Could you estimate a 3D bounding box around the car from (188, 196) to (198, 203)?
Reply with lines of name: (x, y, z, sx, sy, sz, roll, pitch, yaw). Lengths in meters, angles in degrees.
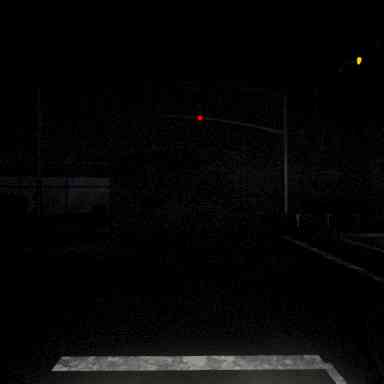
car: (0.249, 1.547, 69.629, 2.033, 1.411, 5.357, 0, 0, 0)

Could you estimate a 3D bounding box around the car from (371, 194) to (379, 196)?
car: (38.354, 1.232, 69.017, 3.806, 1.475, 1.970, 0, 0, 0)

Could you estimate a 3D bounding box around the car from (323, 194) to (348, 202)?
car: (31.291, 1.298, 72.653, 4.514, 1.523, 2.007, 0, 0, 0)

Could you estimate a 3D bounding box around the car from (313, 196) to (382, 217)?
car: (13.070, 1.339, 28.212, 4.514, 1.523, 2.007, 0, 0, 0)

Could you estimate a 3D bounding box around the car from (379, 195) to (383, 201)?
car: (38.701, 1.153, 62.601, 5.027, 1.636, 2.152, 0, 0, 0)

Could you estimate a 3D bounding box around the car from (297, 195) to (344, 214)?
car: (13.006, 1.330, 31.348, 5.027, 1.636, 2.152, 0, 0, 0)

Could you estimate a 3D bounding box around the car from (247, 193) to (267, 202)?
car: (13.426, 1.077, 68.932, 3.866, 1.878, 1.905, 0, 0, 0)

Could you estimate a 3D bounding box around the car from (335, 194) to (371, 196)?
car: (20.636, 1.320, 43.223, 3.633, 1.501, 1.845, 0, 0, 0)

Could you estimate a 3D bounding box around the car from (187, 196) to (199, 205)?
car: (0.229, 1.504, 59.142, 1.837, 1.490, 4.892, 0, 0, 0)

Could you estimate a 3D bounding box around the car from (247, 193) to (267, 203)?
car: (12.827, 1.361, 65.605, 3.806, 1.475, 1.970, 0, 0, 0)

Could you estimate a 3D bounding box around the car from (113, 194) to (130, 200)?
car: (-19.433, 1.332, 91.525, 4.674, 1.442, 1.812, 0, 0, 0)

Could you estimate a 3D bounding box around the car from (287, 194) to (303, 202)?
car: (21.306, 1.097, 65.675, 4.605, 1.855, 1.932, 0, 0, 0)

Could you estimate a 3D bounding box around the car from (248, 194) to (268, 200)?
car: (18.102, 1.333, 91.563, 4.902, 1.511, 2.128, 0, 0, 0)
